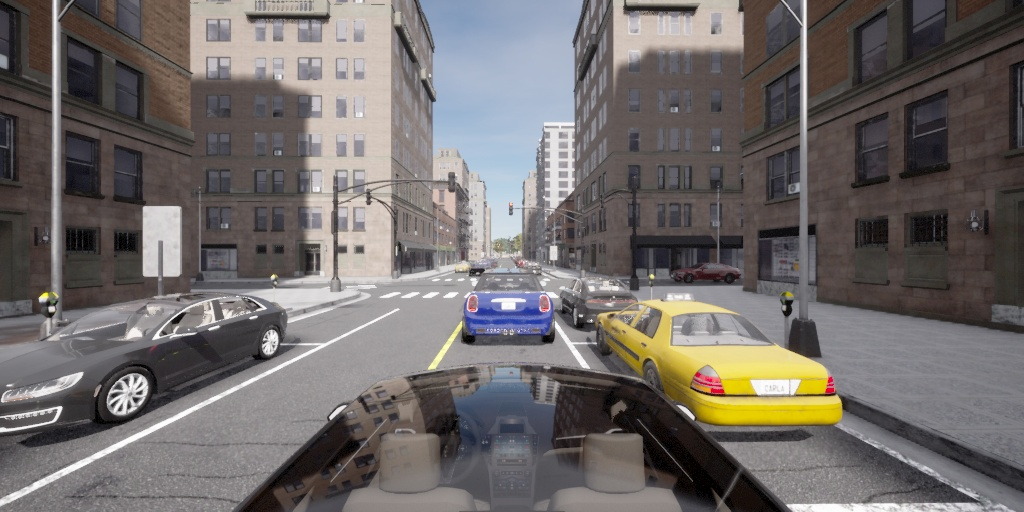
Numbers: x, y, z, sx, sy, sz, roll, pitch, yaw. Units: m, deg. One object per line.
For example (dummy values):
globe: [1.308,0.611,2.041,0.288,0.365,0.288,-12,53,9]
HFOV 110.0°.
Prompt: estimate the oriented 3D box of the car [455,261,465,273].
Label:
car: [-5.889,1.272,43.415,1.751,1.417,4.829,0,0,-1]

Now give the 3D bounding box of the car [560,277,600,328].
car: [2.533,1.300,11.130,2.007,1.370,4.403,0,0,-1]

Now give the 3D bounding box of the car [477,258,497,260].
car: [-3.380,1.294,46.264,2.033,1.411,5.357,0,0,0]

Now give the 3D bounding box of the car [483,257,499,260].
car: [-3.497,1.308,56.270,1.994,1.385,4.181,0,0,-1]

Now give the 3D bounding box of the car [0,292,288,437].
car: [-5.429,1.300,5.625,2.007,1.370,4.403,0,0,-1]

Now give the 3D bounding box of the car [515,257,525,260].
car: [1.925,1.182,60.729,1.967,1.591,4.097,0,0,-1]

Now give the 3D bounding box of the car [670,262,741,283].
car: [13.930,1.186,25.907,4.674,1.442,1.812,0,0,1]

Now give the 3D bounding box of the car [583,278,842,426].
car: [2.602,1.275,5.894,1.751,1.417,4.829,0,0,-1]

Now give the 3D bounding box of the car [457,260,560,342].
car: [-0.085,1.102,9.885,2.097,1.767,4.553,0,0,0]
